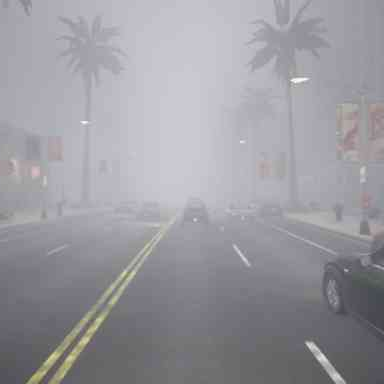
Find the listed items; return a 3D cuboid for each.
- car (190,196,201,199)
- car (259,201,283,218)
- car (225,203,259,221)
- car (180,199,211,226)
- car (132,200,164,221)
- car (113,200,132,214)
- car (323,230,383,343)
[{"bbox_3d":[0.414,1.359,39.458,2.097,1.767,4.553,0,0,1],"label":"car"},{"bbox_3d":[6.907,1.518,30.445,2.161,1.482,4.786,0,0,0],"label":"car"},{"bbox_3d":[3.775,1.605,26.724,1.895,1.301,4.718,0,0,1],"label":"car"},{"bbox_3d":[0.243,1.510,23.742,1.837,1.490,4.892,0,0,1],"label":"car"},{"bbox_3d":[-3.410,1.510,27.525,1.837,1.490,4.892,0,0,1],"label":"car"},{"bbox_3d":[-6.807,1.553,35.154,2.033,1.411,5.357,0,0,1],"label":"car"},{"bbox_3d":[3.600,1.353,4.662,2.097,1.767,4.553,0,0,0],"label":"car"}]
